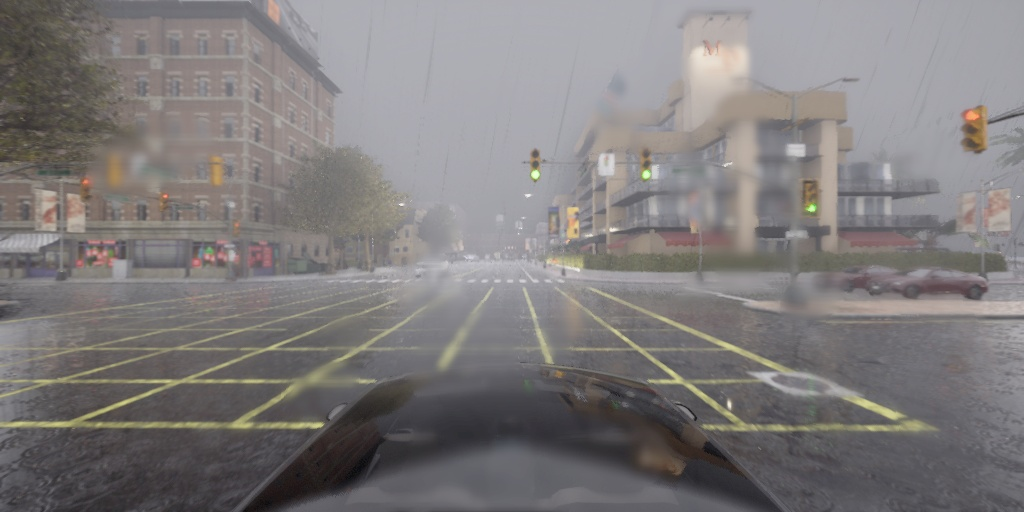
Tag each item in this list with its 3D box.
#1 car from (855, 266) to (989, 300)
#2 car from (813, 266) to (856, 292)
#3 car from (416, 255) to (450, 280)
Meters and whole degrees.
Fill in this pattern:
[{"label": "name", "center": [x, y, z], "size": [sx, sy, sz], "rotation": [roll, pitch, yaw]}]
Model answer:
[{"label": "car", "center": [19.750, 1.289, 17.145], "size": [4.674, 1.442, 1.812], "rotation": [0, 0, 0]}, {"label": "car", "center": [20.128, 1.292, 20.646], "size": [4.674, 1.442, 1.812], "rotation": [0, 0, 1]}, {"label": "car", "center": [-7.006, 0.892, 32.465], "size": [2.150, 2.045, 5.566], "rotation": [0, 1, 0]}]
